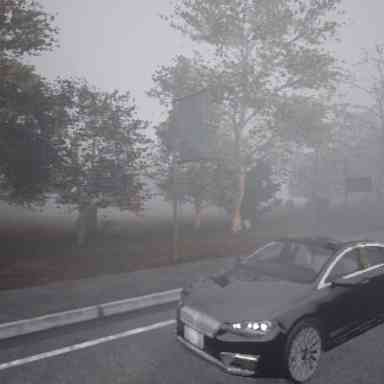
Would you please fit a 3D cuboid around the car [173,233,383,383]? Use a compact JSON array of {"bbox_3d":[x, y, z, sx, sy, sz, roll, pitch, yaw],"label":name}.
[{"bbox_3d":[1.994,1.500,5.501,4.902,1.511,2.128,0,0,-36],"label":"car"}]
